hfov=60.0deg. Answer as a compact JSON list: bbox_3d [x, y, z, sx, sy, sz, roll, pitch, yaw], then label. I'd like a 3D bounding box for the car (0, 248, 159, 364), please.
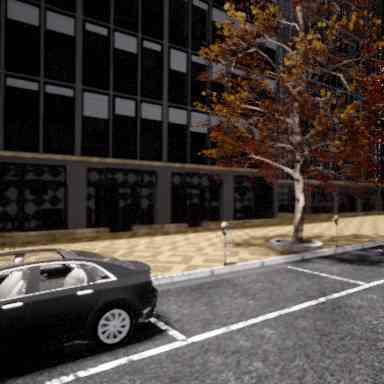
[{"bbox_3d":[-2.594,1.555,4.704,4.403,1.369,2.008,0,0,-35],"label":"car"}]
